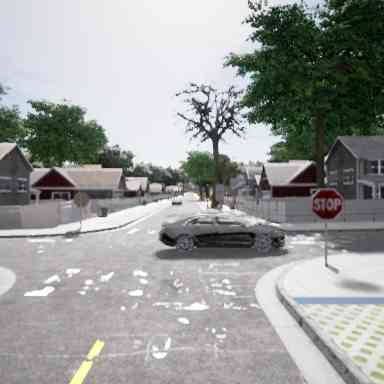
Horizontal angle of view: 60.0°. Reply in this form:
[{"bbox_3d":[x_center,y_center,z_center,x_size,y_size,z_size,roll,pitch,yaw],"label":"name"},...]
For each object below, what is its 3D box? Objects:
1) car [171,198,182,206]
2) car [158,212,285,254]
[{"bbox_3d":[-2.778,1.797,62.425,2.033,1.411,5.357,0,0,0],"label":"car"},{"bbox_3d":[1.116,1.544,13.050,4.902,1.511,2.128,-1,0,-1],"label":"car"}]
